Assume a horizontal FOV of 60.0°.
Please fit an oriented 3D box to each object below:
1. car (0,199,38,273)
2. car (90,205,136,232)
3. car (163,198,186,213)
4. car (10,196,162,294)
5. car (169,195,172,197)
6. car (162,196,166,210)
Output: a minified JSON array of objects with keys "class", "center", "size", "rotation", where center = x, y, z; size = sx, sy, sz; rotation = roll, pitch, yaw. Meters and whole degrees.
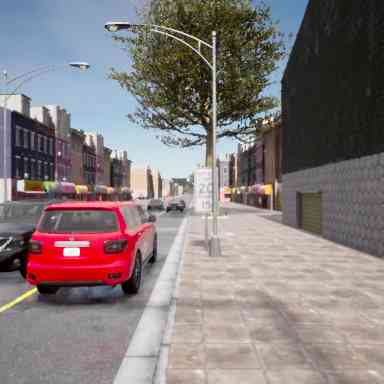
[{"class":"car","center":[-5.105,1.266,10.532],"size":[2.150,2.045,5.566],"rotation":[0,0,0]},{"class":"car","center":[-5.008,1.648,21.720],"size":[1.994,1.385,4.181],"rotation":[0,0,1]},{"class":"car","center":[-1.969,1.658,39.312],"size":[1.812,1.442,4.674],"rotation":[0,0,1]},{"class":"car","center":[-2.265,1.243,8.999],"size":[2.150,2.045,5.566],"rotation":[0,0,0]},{"class":"car","center":[-1.933,1.661,49.602],"size":[2.128,1.511,4.902],"rotation":[0,0,1]},{"class":"car","center":[-4.740,1.675,43.656],"size":[1.837,1.490,4.892],"rotation":[0,-1,1]}]
